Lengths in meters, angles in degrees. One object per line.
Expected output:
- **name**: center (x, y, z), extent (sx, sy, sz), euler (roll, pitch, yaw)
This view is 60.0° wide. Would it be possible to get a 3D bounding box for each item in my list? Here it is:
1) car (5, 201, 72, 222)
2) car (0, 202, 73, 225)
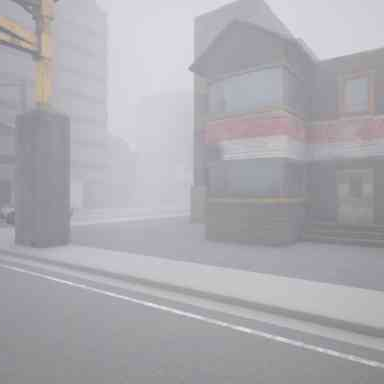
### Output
- **car**: center (-10.679, 1.295, 23.547), extent (1.853, 1.218, 4.536), euler (0, 0, 15)
- **car**: center (-10.693, 1.453, 23.497), extent (2.038, 1.542, 4.974), euler (0, 0, 15)
